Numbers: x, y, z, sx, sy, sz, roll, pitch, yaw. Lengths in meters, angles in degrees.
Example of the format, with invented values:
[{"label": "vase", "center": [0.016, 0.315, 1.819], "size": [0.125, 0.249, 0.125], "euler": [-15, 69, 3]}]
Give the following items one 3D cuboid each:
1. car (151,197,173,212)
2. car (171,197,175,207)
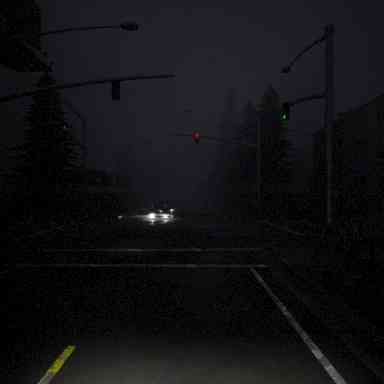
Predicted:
[{"label": "car", "center": [-3.579, 1.601, 38.185], "size": [1.895, 1.301, 4.718], "euler": [0, 0, 0]}, {"label": "car", "center": [-3.557, 1.505, 48.310], "size": [1.837, 1.490, 4.892], "euler": [0, 0, 0]}]
